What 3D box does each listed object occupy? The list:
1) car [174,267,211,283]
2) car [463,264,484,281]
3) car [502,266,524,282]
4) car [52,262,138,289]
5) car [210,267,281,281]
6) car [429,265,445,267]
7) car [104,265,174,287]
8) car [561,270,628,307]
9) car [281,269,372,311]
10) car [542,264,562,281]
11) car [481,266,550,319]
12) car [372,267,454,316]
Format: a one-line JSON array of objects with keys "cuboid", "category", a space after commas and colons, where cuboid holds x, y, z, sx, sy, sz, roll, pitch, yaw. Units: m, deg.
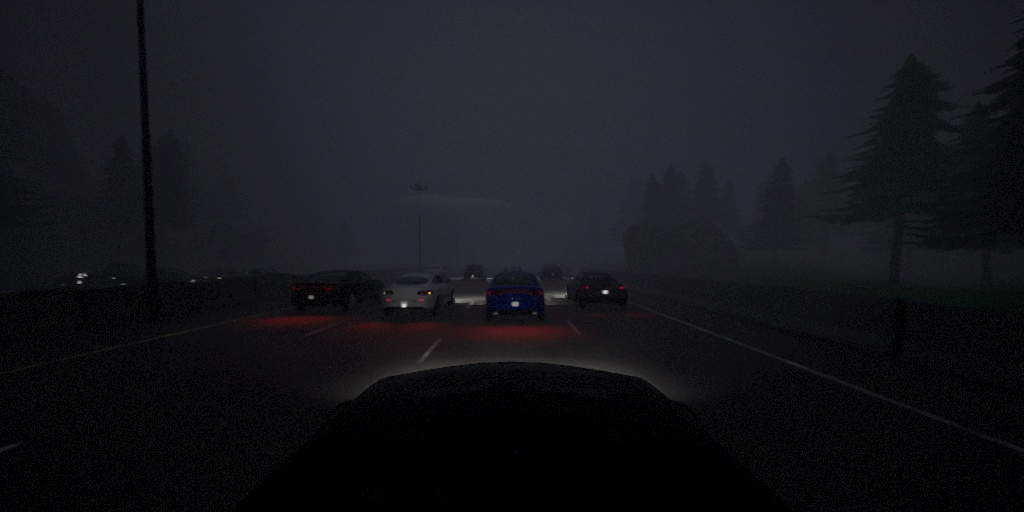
[{"cuboid": [-21.101, 1.469, 25.712, 1.994, 1.385, 4.181, 0, -1, 0], "category": "car"}, {"cuboid": [-3.410, 1.510, 33.499, 1.837, 1.490, 4.892, 0, -1, 0], "category": "car"}, {"cuboid": [0.091, 1.596, 32.743, 1.895, 1.301, 4.718, 0, -1, 0], "category": "car"}, {"cuboid": [-28.100, 1.245, 24.671, 2.097, 1.767, 4.553, 0, -1, 0], "category": "car"}, {"cuboid": [-17.604, 1.494, 24.580, 1.895, 1.301, 4.718, 0, -1, 0], "category": "car"}, {"cuboid": [-6.923, 1.529, 33.329, 1.812, 1.442, 4.674, 0, -1, 0], "category": "car"}, {"cuboid": [-24.604, 1.497, 24.936, 1.895, 1.301, 4.718, 0, -1, 0], "category": "car"}, {"cuboid": [3.595, 1.378, 15.823, 1.994, 1.385, 4.181, 0, 0, 0], "category": "car"}, {"cuboid": [-6.904, 1.284, 14.795, 1.882, 1.535, 5.008, 0, 0, 0], "category": "car"}, {"cuboid": [3.590, 1.488, 33.837, 1.882, 1.535, 5.008, 0, -1, 0], "category": "car"}, {"cuboid": [0.097, 1.273, 12.991, 1.882, 1.535, 5.008, 0, 0, 0], "category": "car"}, {"cuboid": [-3.403, 1.325, 13.610, 1.812, 1.442, 4.674, 0, 0, 0], "category": "car"}]
